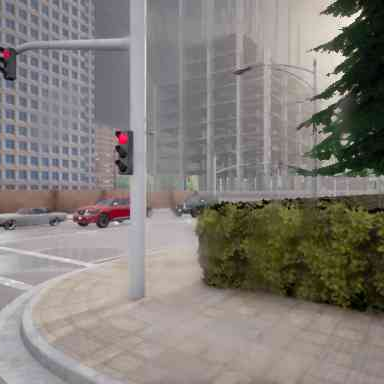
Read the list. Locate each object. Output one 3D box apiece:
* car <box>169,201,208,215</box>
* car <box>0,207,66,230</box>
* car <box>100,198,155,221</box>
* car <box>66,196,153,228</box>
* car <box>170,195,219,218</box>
[{"bbox_3d":[-0.300,1.656,36.430,1.895,1.301,4.718,0,0,36],"label":"car"},{"bbox_3d":[-10.737,1.656,21.785,1.895,1.301,4.718,0,0,35],"label":"car"},{"bbox_3d":[-5.526,1.407,29.115,2.097,1.767,4.553,0,0,35],"label":"car"},{"bbox_3d":[-5.495,1.277,23.153,2.150,2.045,5.566,0,0,33],"label":"car"},{"bbox_3d":[0.539,1.277,31.582,2.150,2.045,5.566,0,0,36],"label":"car"}]
